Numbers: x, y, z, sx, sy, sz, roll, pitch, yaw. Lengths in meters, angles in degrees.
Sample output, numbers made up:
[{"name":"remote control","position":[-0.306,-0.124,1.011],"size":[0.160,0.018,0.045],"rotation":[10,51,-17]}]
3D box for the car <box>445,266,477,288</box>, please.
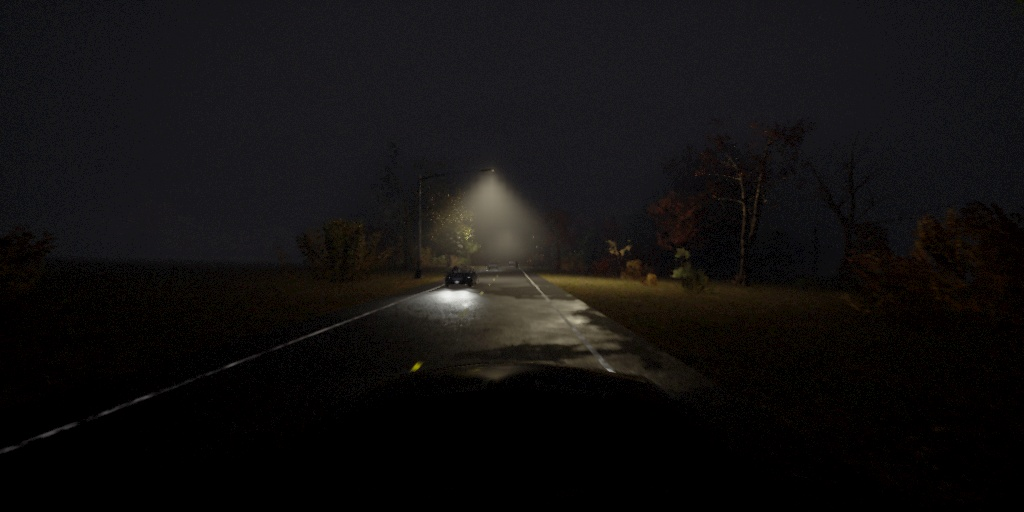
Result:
[{"name":"car","position":[-3.592,1.455,25.928],"size":[2.128,1.511,4.902],"rotation":[0,-1,0]}]
